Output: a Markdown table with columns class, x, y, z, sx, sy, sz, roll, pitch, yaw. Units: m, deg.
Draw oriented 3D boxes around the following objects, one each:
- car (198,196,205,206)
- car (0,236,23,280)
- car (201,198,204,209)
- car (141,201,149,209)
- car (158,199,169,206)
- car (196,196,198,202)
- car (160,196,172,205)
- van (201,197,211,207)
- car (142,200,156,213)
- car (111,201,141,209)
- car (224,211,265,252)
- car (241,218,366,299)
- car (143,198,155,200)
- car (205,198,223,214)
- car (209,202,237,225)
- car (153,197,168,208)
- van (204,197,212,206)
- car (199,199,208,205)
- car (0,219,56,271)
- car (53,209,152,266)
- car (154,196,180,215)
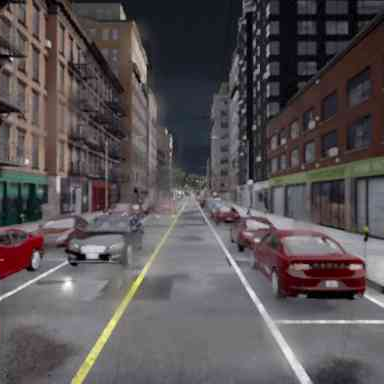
| class | x | y | z | sx | sy | sz | roll | pitch | yaw |
| --- | --- | --- | --- | --- | --- | --- | --- | --- | --- |
| car | 2.532 | 1.720 | 53.919 | 2.192 | 1.841 | 5.009 | 0 | 0 | 0 |
| car | -2.847 | 1.363 | 1.213 | 2.097 | 1.767 | 4.553 | 0 | 0 | 0 |
| car | 2.555 | 1.872 | 42.560 | 2.008 | 1.369 | 4.403 | 0 | 0 | 0 |
| car | -5.454 | 1.821 | 31.191 | 1.802 | 1.307 | 4.206 | 0 | 0 | 0 |
| car | -5.528 | 2.014 | 65.090 | 1.752 | 1.417 | 4.829 | 0 | 0 | 0 |
| car | 2.509 | 1.803 | 65.277 | 2.192 | 1.841 | 5.009 | 0 | 0 | 0 |
| car | -5.541 | 1.846 | 70.940 | 2.192 | 1.841 | 5.009 | 0 | 0 | 0 |
| van | 2.521 | 1.788 | 59.598 | 1.690 | 1.788 | 3.998 | 0 | 0 | 0 |
| car | -5.467 | 1.847 | 36.869 | 1.947 | 1.339 | 4.313 | 0 | 0 | 0 |
| car | -5.442 | 1.636 | 25.514 | 1.967 | 1.590 | 4.097 | 0 | 0 | 0 |
| car | 2.612 | 1.690 | 14.166 | 1.802 | 1.307 | 4.206 | 0 | 0 | 0 |
| car | 2.624 | 1.610 | 8.488 | 1.887 | 1.381 | 4.507 | 0 | 0 | 0 |
| car | -5.479 | 1.639 | 42.549 | 2.192 | 1.841 | 5.009 | 0 | 0 | 0 |
| car | 2.578 | 1.677 | 31.204 | 1.967 | 1.590 | 4.097 | 0 | 0 | 0 |
| car | 2.589 | 1.739 | 25.524 | 1.887 | 1.381 | 4.507 | 0 | 0 | 0 |
| car | -5.516 | 1.764 | 59.584 | 2.192 | 1.841 | 5.009 | 0 | 0 | 0 |
| van | 2.566 | 1.620 | 36.883 | 1.690 | 1.788 | 3.998 | 0 | 0 | 0 |
| car | 2.497 | 2.111 | 70.954 | 1.802 | 1.307 | 4.206 | 0 | 0 | 0 |
| car | -5.405 | 1.612 | 8.478 | 1.887 | 1.381 | 4.507 | 0 | 0 | 0 |
| car | -2.859 | 1.585 | 11.991 | 2.128 | 1.511 | 4.902 | 0 | 0 | 0 |
| car | -2.826 | 1.698 | 38.525 | 2.097 | 1.767 | 4.553 | 0 | 0 | 0 |
